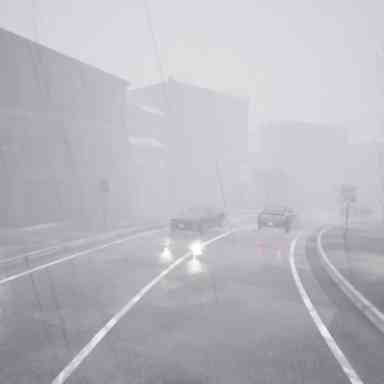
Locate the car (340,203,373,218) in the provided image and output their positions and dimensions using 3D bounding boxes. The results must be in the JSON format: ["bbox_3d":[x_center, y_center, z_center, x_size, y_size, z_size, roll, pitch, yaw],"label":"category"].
[{"bbox_3d":[18.056,1.965,36.394,4.902,1.511,2.128,2,3,-40],"label":"car"}]

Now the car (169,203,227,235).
[{"bbox_3d":[0.465,1.384,18.598,1.882,1.535,5.008,2,1,23],"label":"car"}]

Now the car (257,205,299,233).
[{"bbox_3d":[5.411,1.569,20.542,2.128,1.511,4.902,3,1,26],"label":"car"}]
